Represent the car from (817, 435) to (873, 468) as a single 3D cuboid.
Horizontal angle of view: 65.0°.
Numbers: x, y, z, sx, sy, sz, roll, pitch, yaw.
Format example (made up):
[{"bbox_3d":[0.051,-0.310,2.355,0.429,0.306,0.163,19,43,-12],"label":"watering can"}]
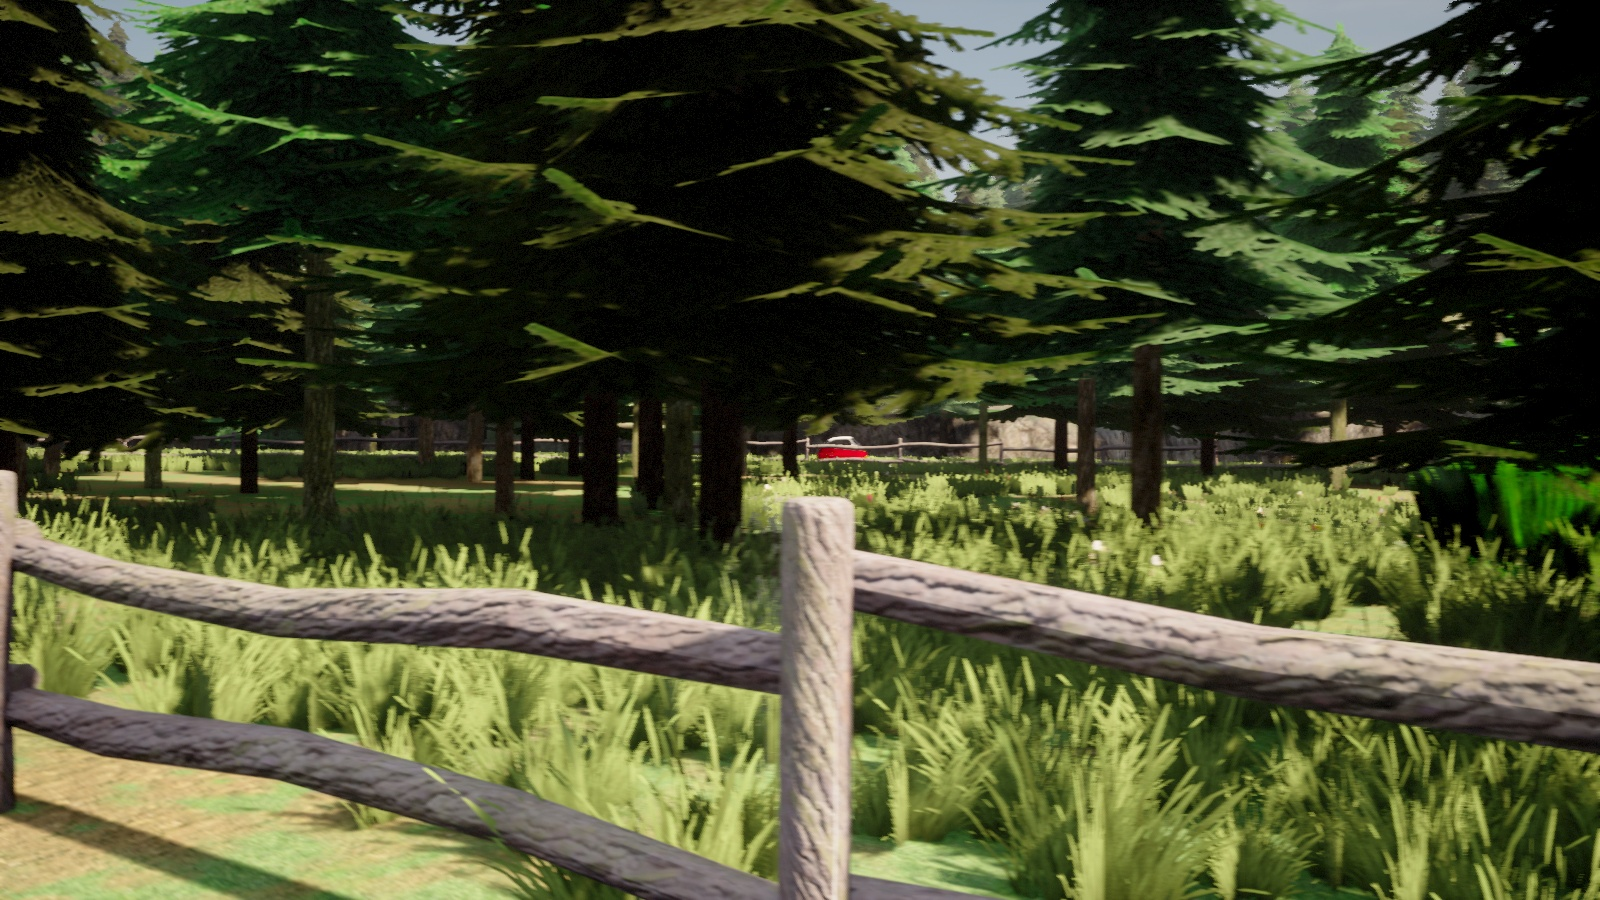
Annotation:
[{"bbox_3d":[1.959,0.062,54.171,2.207,1.376,1.481,-1,1,9],"label":"car"}]
